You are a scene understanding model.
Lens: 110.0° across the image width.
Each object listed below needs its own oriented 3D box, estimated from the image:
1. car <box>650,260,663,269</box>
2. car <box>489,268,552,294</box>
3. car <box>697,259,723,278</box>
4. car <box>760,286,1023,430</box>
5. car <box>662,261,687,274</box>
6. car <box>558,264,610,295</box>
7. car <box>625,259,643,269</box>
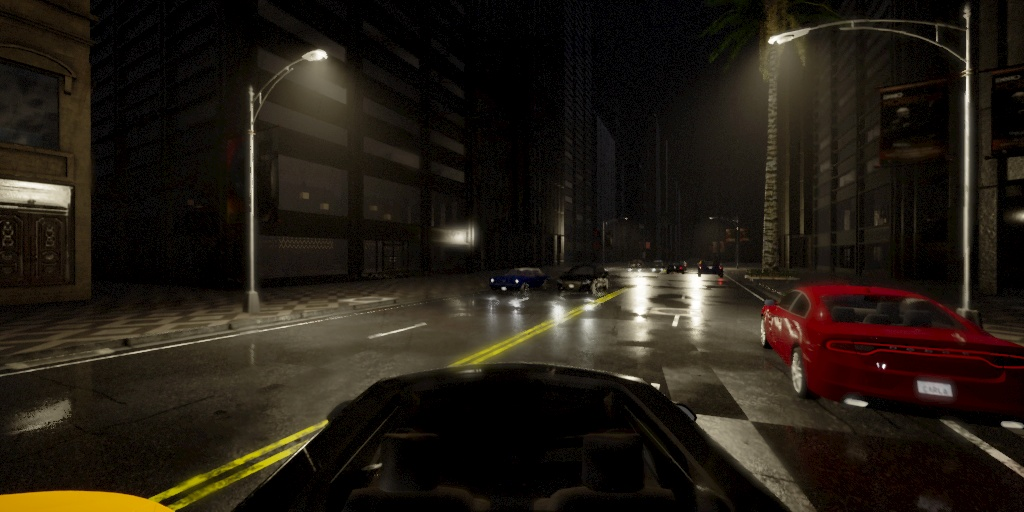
[{"bbox_3d":[23.556,1.353,57.778,1.994,1.385,4.181,0,0,28],"label":"car"},{"bbox_3d":[0.589,1.354,20.343,1.895,1.301,4.718,0,0,27],"label":"car"},{"bbox_3d":[19.301,1.117,34.987,2.097,1.767,4.553,0,0,27],"label":"car"},{"bbox_3d":[5.516,1.228,5.915,1.882,1.535,5.008,0,0,27],"label":"car"},{"bbox_3d":[18.662,1.317,40.809,2.033,1.411,5.357,0,0,27],"label":"car"},{"bbox_3d":[4.115,1.231,20.120,1.882,1.535,5.008,0,0,27],"label":"car"},{"bbox_3d":[20.191,1.294,58.356,1.837,1.490,4.892,0,-1,28],"label":"car"}]
